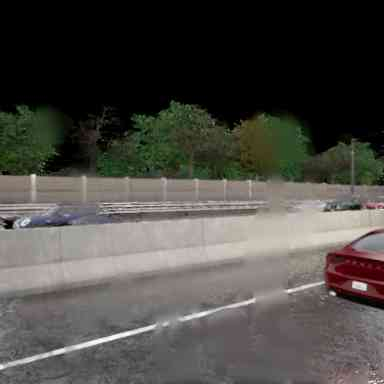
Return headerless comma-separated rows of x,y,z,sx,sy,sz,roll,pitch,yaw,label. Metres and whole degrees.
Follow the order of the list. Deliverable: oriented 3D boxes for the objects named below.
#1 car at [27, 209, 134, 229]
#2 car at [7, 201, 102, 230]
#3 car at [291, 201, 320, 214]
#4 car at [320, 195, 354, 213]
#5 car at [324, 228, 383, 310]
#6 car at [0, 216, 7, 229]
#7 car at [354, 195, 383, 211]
-4.272,1.577,13.831,4.181,1.385,1.994,0,0,-35,car
-6.385,1.365,16.624,4.553,1.767,2.097,0,0,-35,car
12.179,1.620,34.023,4.674,1.442,1.812,0,0,-35,car
15.055,1.319,31.774,5.566,2.045,2.150,0,0,-35,car
4.955,1.503,7.264,5.008,1.535,1.882,0,0,-35,car
-8.469,1.613,19.438,4.718,1.301,1.895,0,0,-35,car
16.718,1.318,28.664,5.566,2.045,2.150,0,0,-35,car
